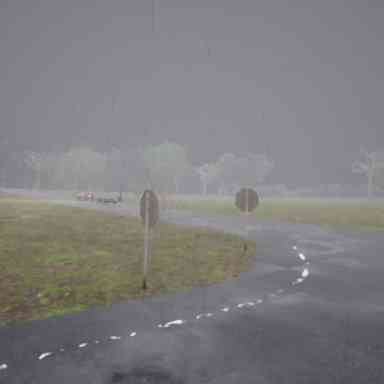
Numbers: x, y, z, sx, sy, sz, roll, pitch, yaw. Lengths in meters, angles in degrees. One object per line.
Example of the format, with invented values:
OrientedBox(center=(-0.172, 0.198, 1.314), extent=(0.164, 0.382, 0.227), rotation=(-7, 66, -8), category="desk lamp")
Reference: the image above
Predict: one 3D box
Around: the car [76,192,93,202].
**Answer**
OrientedBox(center=(-18.765, 0.738, 58.522), extent=(2.097, 1.767, 4.553), rotation=(3, 0, -35), category="car")

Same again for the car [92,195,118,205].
OrientedBox(center=(-13.031, 1.180, 50.367), extent=(1.895, 1.301, 4.718), rotation=(3, 0, -35), category="car")
